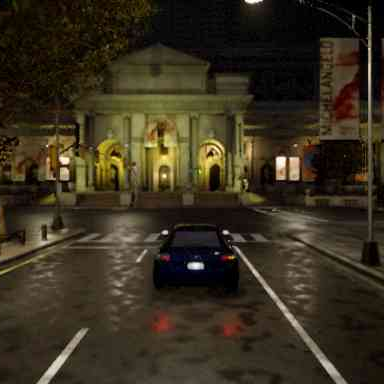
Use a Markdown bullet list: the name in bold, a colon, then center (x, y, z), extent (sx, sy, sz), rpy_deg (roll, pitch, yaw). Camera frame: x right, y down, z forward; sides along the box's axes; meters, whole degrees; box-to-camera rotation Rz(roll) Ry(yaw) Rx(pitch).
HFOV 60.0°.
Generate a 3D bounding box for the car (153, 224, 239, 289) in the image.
- **car**: center (0.098, 1.546, 9.108), extent (1.994, 1.385, 4.181), rpy_deg (0, 0, 0)
